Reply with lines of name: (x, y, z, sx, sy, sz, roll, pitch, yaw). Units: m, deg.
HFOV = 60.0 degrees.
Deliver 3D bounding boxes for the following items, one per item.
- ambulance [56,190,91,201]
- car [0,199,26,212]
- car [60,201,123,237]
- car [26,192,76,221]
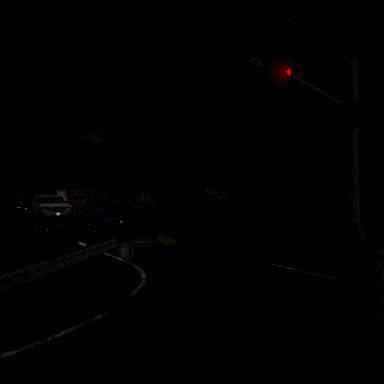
ambulance: (-12.452, 1.043, 34.015, 2.351, 2.431, 6.366, 0, 0, -36)
car: (-19.260, 1.517, 36.169, 4.892, 1.490, 1.837, 0, 0, 38)
car: (-5.454, 1.491, 18.235, 1.882, 1.535, 5.008, 0, 0, -36)
car: (-11.379, 1.231, 26.569, 2.150, 2.045, 5.566, 0, 0, -35)
